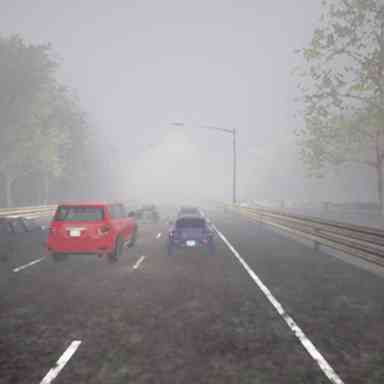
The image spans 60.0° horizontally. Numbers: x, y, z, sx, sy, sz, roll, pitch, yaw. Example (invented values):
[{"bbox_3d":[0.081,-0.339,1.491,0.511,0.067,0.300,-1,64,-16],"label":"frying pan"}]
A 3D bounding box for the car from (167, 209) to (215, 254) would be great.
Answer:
[{"bbox_3d":[-0.038,1.666,14.096,1.812,1.442,4.674,0,0,0],"label":"car"}]

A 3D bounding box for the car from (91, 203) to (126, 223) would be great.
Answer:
[{"bbox_3d":[-7.256,1.777,29.420,1.882,1.535,5.008,0,0,-1],"label":"car"}]

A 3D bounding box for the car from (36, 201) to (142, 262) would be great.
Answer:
[{"bbox_3d":[-3.535,1.352,12.742,2.150,2.045,5.566,0,0,0],"label":"car"}]

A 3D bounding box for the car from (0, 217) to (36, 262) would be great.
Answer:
[{"bbox_3d":[-7.037,1.675,12.682,2.033,1.411,5.357,0,-1,0],"label":"car"}]

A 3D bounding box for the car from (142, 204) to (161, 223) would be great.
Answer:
[{"bbox_3d":[-3.744,1.785,28.729,2.128,1.511,4.902,0,0,-1],"label":"car"}]

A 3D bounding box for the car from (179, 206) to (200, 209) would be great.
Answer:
[{"bbox_3d":[-0.246,1.856,28.689,1.994,1.385,4.181,0,-1,0],"label":"car"}]
